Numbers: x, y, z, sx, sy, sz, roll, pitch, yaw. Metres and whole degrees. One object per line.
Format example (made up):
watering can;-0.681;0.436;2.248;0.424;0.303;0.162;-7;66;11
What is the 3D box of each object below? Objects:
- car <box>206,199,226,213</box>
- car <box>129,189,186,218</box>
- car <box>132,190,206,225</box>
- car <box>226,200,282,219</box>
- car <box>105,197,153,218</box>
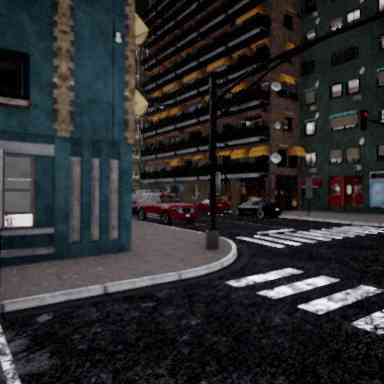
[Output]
car;1.828;1.240;30.784;1.802;1.307;4.206;1;0;-36
car;-3.014;0.843;27.582;2.150;2.045;5.566;0;1;-36
car;-1.710;1.006;21.389;2.192;1.841;5.009;1;0;-36
car;5.095;1.304;26.271;1.947;1.339;4.313;1;0;-36
car;-4.982;1.155;25.902;1.887;1.381;4.507;1;0;-36
